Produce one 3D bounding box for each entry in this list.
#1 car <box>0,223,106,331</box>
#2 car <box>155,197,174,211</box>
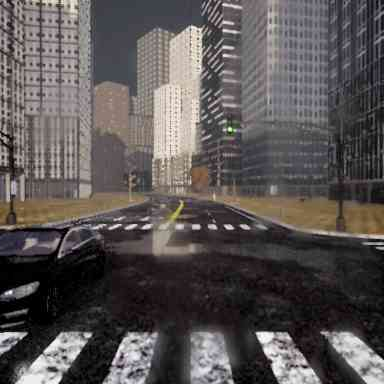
[{"bbox_3d":[-3.239,1.487,7.168,2.128,1.511,4.902,0,0,0],"label":"car"},{"bbox_3d":[-3.198,1.388,39.127,2.128,1.511,4.902,0,0,0],"label":"car"}]
